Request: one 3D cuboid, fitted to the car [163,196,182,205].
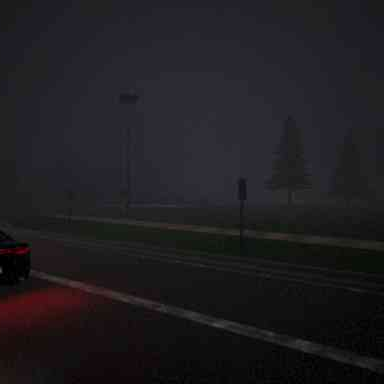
[{"bbox_3d":[-2.229,1.454,55.420,1.812,1.442,4.674,0,0,35],"label":"car"}]

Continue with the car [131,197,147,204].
[{"bbox_3d":[-8.507,1.514,58.633,1.895,1.301,4.718,0,0,35],"label":"car"}]

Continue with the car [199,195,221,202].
[{"bbox_3d":[3.839,1.293,70.085,2.033,1.411,5.357,0,0,35],"label":"car"}]

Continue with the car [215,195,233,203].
[{"bbox_3d":[6.623,1.364,67.959,1.882,1.535,5.008,0,0,35],"label":"car"}]

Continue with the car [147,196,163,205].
[{"bbox_3d":[-5.008,1.427,57.539,1.837,1.490,4.892,0,0,35],"label":"car"}]

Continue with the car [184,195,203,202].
[{"bbox_3d":[0.407,1.351,71.284,1.812,1.442,4.674,0,0,35],"label":"car"}]

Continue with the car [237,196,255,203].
[{"bbox_3d":[11.093,1.488,68.248,2.033,1.411,5.357,0,0,35],"label":"car"}]

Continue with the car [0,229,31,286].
[{"bbox_3d":[-5.986,1.458,8.219,5.008,1.535,1.882,0,0,36],"label":"car"}]

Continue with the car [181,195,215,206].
[{"bbox_3d":[1.067,1.483,54.037,2.033,1.411,5.357,0,0,35],"label":"car"}]
